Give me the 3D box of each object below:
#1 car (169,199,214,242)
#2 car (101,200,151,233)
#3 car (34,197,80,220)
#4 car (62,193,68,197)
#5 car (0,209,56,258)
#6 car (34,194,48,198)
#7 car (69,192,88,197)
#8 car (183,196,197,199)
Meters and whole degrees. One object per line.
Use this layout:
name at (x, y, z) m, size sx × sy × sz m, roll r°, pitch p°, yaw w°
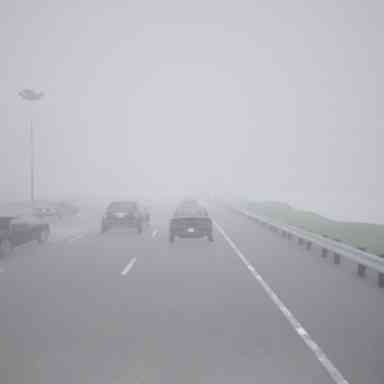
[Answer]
car at (-0.053, 1.339, 15.665) m, size 1.882 × 1.535 × 5.008 m, roll 0°, pitch 1°, yaw -1°
car at (-3.585, 1.205, 18.748) m, size 2.097 × 1.767 × 4.553 m, roll 0°, pitch 1°, yaw -1°
car at (-10.662, 1.372, 26.464) m, size 2.033 × 1.411 × 5.357 m, roll 0°, pitch 1°, yaw -1°
car at (-28.814, 0.989, 77.678) m, size 1.812 × 1.442 × 4.674 m, roll 0°, pitch 1°, yaw -1°
car at (-7.014, 1.530, 12.278) m, size 1.895 × 1.301 × 4.718 m, roll 0°, pitch 1°, yaw -1°
car at (-32.241, 1.077, 70.877) m, size 1.812 × 1.442 × 4.674 m, roll 0°, pitch 1°, yaw -1°
car at (-21.673, 1.146, 64.544) m, size 1.895 × 1.301 × 4.718 m, roll 0°, pitch 1°, yaw -1°
car at (-0.242, 1.193, 33.916) m, size 2.128 × 1.511 × 4.902 m, roll 0°, pitch 1°, yaw -1°
